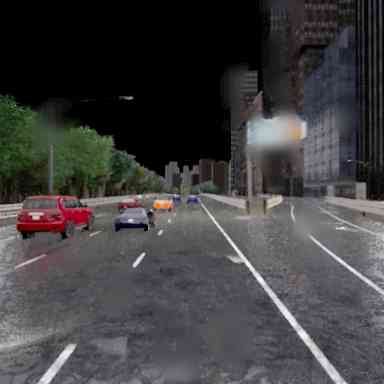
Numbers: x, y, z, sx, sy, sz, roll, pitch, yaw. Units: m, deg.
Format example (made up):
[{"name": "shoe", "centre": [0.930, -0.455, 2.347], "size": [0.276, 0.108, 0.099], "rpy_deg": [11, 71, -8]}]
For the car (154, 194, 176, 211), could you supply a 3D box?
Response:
[{"name": "car", "centre": [-3.399, 1.311, 39.632], "size": [2.097, 1.767, 4.553], "rpy_deg": [0, 0, 0]}]

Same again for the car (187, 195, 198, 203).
[{"name": "car", "centre": [0.109, 1.361, 64.832], "size": [1.882, 1.535, 5.008], "rpy_deg": [0, 0, 0]}]

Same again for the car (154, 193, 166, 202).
[{"name": "car", "centre": [-7.000, 1.219, 72.920], "size": [2.097, 1.767, 4.553], "rpy_deg": [0, 0, 0]}]

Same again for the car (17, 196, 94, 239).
[{"name": "car", "centre": [-6.901, 1.219, 17.386], "size": [2.150, 2.045, 5.566], "rpy_deg": [0, 0, 0]}]

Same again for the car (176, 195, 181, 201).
[{"name": "car", "centre": [-3.500, 1.337, 75.035], "size": [1.882, 1.535, 5.008], "rpy_deg": [0, 0, 0]}]

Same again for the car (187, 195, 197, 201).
[{"name": "car", "centre": [-0.001, 1.376, 78.799], "size": [2.128, 1.511, 4.902], "rpy_deg": [0, 0, 0]}]

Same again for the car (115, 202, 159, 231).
[{"name": "car", "centre": [-3.400, 1.559, 20.504], "size": [1.994, 1.385, 4.181], "rpy_deg": [0, 0, 0]}]

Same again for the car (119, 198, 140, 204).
[{"name": "car", "centre": [-6.902, 1.443, 37.206], "size": [1.882, 1.535, 5.008], "rpy_deg": [0, 0, 0]}]
